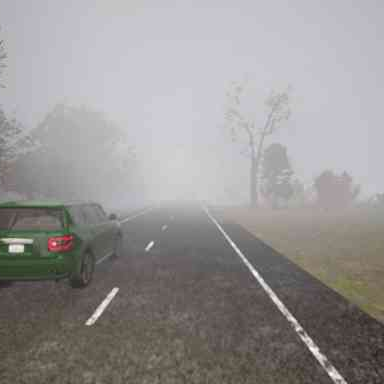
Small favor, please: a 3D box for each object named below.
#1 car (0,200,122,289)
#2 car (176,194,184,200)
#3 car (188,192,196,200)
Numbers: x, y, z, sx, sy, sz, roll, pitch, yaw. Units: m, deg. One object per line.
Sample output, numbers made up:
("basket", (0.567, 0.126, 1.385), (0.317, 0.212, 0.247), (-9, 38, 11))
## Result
("car", (-3.502, 1.220, 9.314), (2.150, 2.045, 5.566), (0, 0, 0))
("car", (-3.503, 1.238, 94.206), (2.097, 1.767, 4.553), (0, 0, 0))
("car", (-0.004, 1.108, 93.853), (2.150, 2.045, 5.566), (0, 0, 0))
